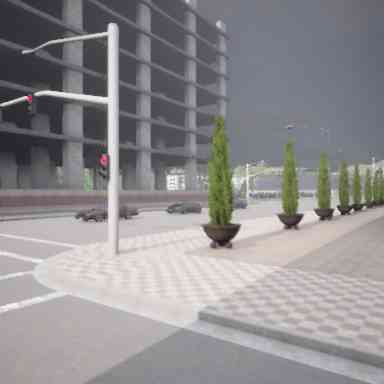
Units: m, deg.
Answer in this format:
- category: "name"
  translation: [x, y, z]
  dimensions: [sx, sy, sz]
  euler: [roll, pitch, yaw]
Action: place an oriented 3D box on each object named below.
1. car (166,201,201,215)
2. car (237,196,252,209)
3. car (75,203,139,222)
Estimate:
- category: "car"
  translation: [-0.839, 1.604, 34.867]
  dimensions: [1.994, 1.385, 4.181]
  euler: [0, 0, 37]
- category: "car"
  translation: [5.388, 1.587, 43.465]
  dimensions: [2.033, 1.411, 5.357]
  euler: [0, 0, 36]
- category: "car"
  translation: [-6.692, 1.588, 26.796]
  dimensions: [2.033, 1.411, 5.357]
  euler: [0, 0, 36]
